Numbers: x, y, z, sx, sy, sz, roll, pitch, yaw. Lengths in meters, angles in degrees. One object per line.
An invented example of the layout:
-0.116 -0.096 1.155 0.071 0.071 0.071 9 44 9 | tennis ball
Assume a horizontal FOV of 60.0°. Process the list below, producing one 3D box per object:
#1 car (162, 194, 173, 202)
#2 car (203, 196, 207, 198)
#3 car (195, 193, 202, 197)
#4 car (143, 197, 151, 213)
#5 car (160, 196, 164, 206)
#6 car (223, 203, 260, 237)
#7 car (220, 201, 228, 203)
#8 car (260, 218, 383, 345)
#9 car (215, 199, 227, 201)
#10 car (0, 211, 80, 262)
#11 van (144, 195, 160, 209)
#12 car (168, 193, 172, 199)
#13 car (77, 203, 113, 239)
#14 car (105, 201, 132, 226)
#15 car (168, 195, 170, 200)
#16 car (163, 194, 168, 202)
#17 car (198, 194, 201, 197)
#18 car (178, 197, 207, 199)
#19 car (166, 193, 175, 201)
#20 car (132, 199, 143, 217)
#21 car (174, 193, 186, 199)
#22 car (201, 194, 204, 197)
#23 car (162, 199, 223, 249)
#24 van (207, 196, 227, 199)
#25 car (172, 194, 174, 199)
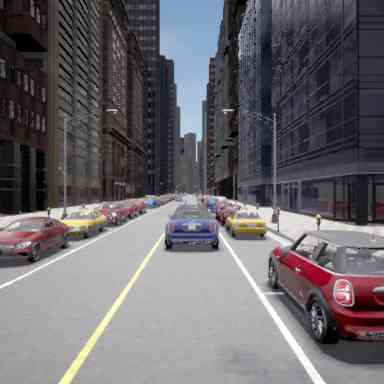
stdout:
-5.759 1.325 79.212 2.192 1.841 5.009 0 0 0 | car
2.766 1.548 45.611 1.887 1.381 4.507 0 0 0 | car
2.350 1.470 84.866 1.801 1.575 5.366 0 0 0 | car
-5.759 1.546 34.398 1.887 1.381 4.507 0 0 0 | car
-5.760 1.586 51.203 1.802 1.307 4.206 0 0 0 | car
2.766 1.525 17.770 1.752 1.417 4.829 0 0 0 | car
2.766 1.545 23.202 1.887 1.381 4.507 0 0 0 | car
2.766 1.438 6.395 1.967 1.590 4.097 0 0 0 | car
2.766 1.546 28.804 1.887 1.381 4.507 0 0 0 | car
-5.760 1.581 11.990 1.802 1.307 4.206 0 0 0 | car
-5.759 1.344 45.602 1.690 1.788 3.998 0 0 0 | van
-5.759 1.447 68.008 1.967 1.590 4.097 0 0 0 | car
-5.759 1.525 17.422 1.752 1.417 4.829 0 0 0 | car
-5.759 1.440 23.194 1.967 1.590 4.097 0 0 0 | car
-5.760 1.572 62.406 1.947 1.339 4.313 0 0 0 | car
-5.759 1.445 56.805 1.967 1.590 4.097 0 0 0 | car
2.766 1.552 68.019 1.887 1.381 4.507 0 0 0 | car
0.000 1.497 29.650 2.128 1.511 4.902 0 0 0 | car
-5.759 1.329 90.415 2.192 1.841 5.009 0 0 0 | car
-5.759 1.546 28.795 1.887 1.381 4.507 0 0 0 | car
-3.000 1.552 76.655 1.895 1.301 4.718 0 0 0 | car
2.766 1.445 51.213 1.967 1.590 4.097 0 0 0 | car
0.000 1.366 14.620 2.097 1.767 4.553 0 0 0 | car
2.767 1.343 34.406 1.690 1.788 3.998 0 0 0 | van
-5.760 1.574 73.610 1.947 1.339 4.313 0 0 0 | car
